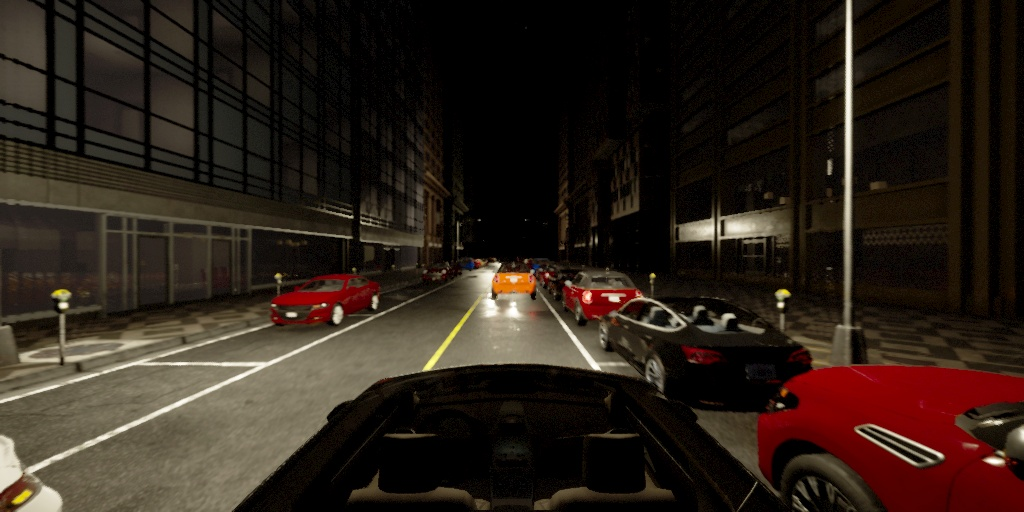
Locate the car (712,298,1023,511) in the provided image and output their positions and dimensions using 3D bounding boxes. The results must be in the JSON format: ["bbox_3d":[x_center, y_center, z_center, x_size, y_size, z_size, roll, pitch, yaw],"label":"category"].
[{"bbox_3d":[2.765,1.064,0.446,2.192,1.841,5.009,0,0,0],"label":"car"}]

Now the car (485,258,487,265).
[{"bbox_3d":[-5.791,1.243,61.883,1.751,1.417,4.829,0,0,0],"label":"car"}]

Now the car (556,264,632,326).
[{"bbox_3d":[2.760,1.182,11.649,1.967,1.591,4.097,0,0,0],"label":"car"}]

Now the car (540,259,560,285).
[{"bbox_3d":[2.754,1.175,22.852,1.967,1.591,4.097,0,0,0],"label":"car"}]

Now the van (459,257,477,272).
[{"bbox_3d":[-5.782,1.068,45.247,1.690,1.789,3.998,0,0,0],"label":"van"}]

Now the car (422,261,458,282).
[{"bbox_3d":[-5.774,1.177,28.440,1.967,1.591,4.097,0,0,0],"label":"car"}]

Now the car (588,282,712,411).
[{"bbox_3d":[2.762,1.311,6.048,1.948,1.339,4.313,0,0,0],"label":"car"}]

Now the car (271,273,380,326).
[{"bbox_3d":[-5.766,1.292,11.634,1.888,1.381,4.507,0,0,0],"label":"car"}]

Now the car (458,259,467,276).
[{"bbox_3d":[-5.777,1.279,34.042,1.888,1.381,4.507,0,0,0],"label":"car"}]

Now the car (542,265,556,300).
[{"bbox_3d":[2.757,1.304,17.251,1.948,1.339,4.313,0,0,0],"label":"car"}]

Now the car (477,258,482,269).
[{"bbox_3d":[-5.785,1.269,50.849,1.888,1.381,4.507,0,0,0],"label":"car"}]

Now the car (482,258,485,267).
[{"bbox_3d":[-5.788,1.266,56.450,1.888,1.381,4.507,0,0,0],"label":"car"}]

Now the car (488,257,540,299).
[{"bbox_3d":[0.085,1.091,18.192,2.097,1.767,4.553,0,0,0],"label":"car"}]
